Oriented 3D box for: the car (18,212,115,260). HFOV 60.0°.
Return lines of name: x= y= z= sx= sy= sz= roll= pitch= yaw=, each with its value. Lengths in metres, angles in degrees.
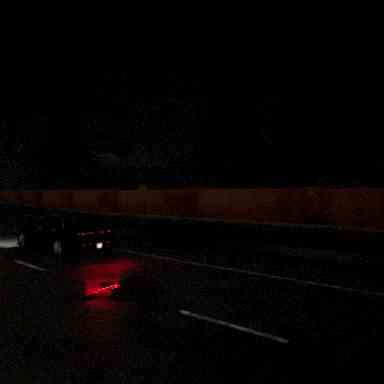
car: x=-4.874 y=1.509 z=12.610 sx=4.892 sy=1.490 sz=1.837 roll=0 pitch=0 yaw=41
